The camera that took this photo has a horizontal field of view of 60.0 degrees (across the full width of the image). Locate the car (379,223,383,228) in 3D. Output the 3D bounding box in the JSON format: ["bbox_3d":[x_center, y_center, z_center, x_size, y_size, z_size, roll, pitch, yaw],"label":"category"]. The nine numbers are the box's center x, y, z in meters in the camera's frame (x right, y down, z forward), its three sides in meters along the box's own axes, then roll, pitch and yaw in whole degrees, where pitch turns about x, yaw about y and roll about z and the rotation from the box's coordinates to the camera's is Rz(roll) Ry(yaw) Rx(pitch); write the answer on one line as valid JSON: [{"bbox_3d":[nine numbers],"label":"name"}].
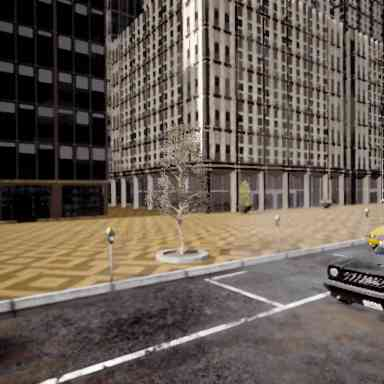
[{"bbox_3d":[8.372,1.396,12.464,4.829,1.417,1.752,-1,0,-35],"label":"car"}]

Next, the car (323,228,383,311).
[{"bbox_3d":[4.764,1.529,6.740,4.718,1.301,1.895,-1,0,-35],"label":"car"}]
